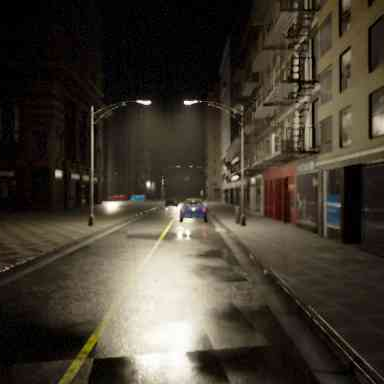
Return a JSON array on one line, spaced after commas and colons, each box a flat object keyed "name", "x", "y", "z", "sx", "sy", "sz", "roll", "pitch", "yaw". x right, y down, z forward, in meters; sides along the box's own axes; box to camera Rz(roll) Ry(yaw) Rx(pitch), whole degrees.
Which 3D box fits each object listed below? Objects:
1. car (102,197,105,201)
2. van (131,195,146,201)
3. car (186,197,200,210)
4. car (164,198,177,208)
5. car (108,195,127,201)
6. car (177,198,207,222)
[{"name": "car", "x": -25.962, "y": 1.904, "z": 90.994, "sx": 4.313, "sy": 1.339, "sz": 1.947, "roll": 0, "pitch": 0, "yaw": -1}, {"name": "van", "x": -14.681, "y": 1.685, "z": 91.162, "sx": 3.998, "sy": 1.788, "sz": 1.690, "roll": 0, "pitch": 0, "yaw": -1}, {"name": "car", "x": 0.123, "y": 1.533, "z": 45.412, "sx": 1.882, "sy": 1.535, "sz": 5.008, "roll": 0, "pitch": 0, "yaw": 0}, {"name": "car", "x": -3.057, "y": 1.626, "z": 50.076, "sx": 2.033, "sy": 1.411, "sz": 5.357, "roll": 0, "pitch": 0, "yaw": 0}, {"name": "car", "x": -20.322, "y": 1.657, "z": 91.078, "sx": 5.009, "sy": 1.841, "sz": 2.192, "roll": 0, "pitch": 0, "yaw": -1}, {"name": "car", "x": 0.115, "y": 1.339, "z": 26.652, "sx": 2.097, "sy": 1.767, "sz": 4.553, "roll": 0, "pitch": 0, "yaw": 0}]
